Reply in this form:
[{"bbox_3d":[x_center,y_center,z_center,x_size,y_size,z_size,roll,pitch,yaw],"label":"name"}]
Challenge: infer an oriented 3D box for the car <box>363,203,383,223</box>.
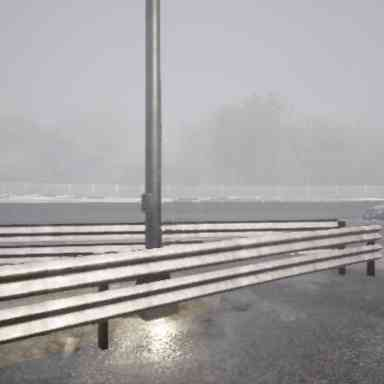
[{"bbox_3d":[14.090,1.444,22.739,4.674,1.442,1.812,0,0,-9],"label":"car"}]
